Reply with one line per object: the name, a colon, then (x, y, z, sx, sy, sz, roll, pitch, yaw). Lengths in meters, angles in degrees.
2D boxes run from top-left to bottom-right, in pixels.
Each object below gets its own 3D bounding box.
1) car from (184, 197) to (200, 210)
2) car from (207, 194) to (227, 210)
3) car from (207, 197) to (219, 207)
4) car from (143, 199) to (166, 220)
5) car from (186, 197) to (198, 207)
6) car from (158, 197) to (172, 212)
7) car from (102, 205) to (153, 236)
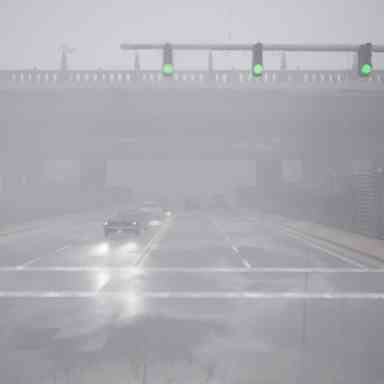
car: (-0.016, 1.448, 45.657, 2.097, 1.767, 4.553, 0, 0, 0)
car: (3.484, 1.319, 44.982, 2.150, 2.045, 5.566, 0, 0, 0)
car: (3.480, 1.639, 55.681, 1.812, 1.442, 4.674, 0, 0, 0)
car: (-3.589, 1.595, 29.063, 1.812, 1.442, 4.674, 0, 0, 0)
car: (-0.020, 1.588, 55.680, 1.882, 1.535, 5.008, 0, 0, 0)
car: (-3.570, 1.439, 40.860, 2.097, 1.767, 4.553, 0, 0, 0)
car: (-3.597, 1.656, 18.808, 1.895, 1.301, 4.718, 0, 0, 0)
